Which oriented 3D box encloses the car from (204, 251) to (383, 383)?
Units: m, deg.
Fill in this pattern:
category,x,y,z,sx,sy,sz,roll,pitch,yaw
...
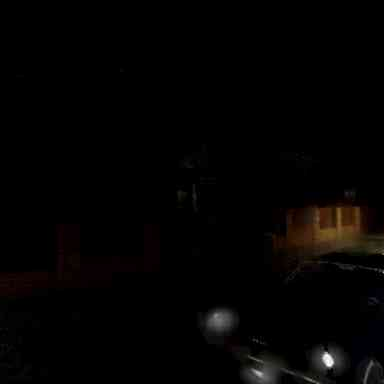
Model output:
category,x,y,z,sx,sy,sz,roll,pitch,yaw
car,2.424,1.688,5.073,4.718,1.301,1.895,0,-2,-41
